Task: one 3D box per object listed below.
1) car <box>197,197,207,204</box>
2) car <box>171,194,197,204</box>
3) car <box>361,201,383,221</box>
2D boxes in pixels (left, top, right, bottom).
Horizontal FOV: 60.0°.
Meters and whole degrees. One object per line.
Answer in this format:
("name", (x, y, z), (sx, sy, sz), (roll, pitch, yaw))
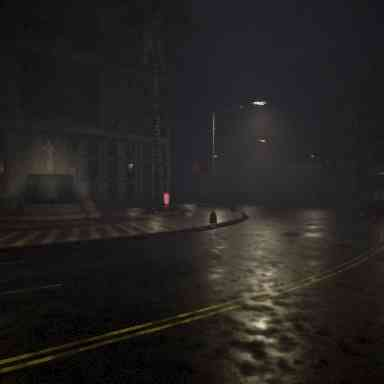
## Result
("car", (0.782, 1.602, 65.833), (2.033, 1.411, 5.357), (0, 0, -35))
("car", (-2.052, 1.326, 63.778), (2.150, 2.045, 5.566), (0, 0, -35))
("car", (15.537, 1.485, 27.454), (1.882, 1.535, 5.008), (0, 0, 11))
